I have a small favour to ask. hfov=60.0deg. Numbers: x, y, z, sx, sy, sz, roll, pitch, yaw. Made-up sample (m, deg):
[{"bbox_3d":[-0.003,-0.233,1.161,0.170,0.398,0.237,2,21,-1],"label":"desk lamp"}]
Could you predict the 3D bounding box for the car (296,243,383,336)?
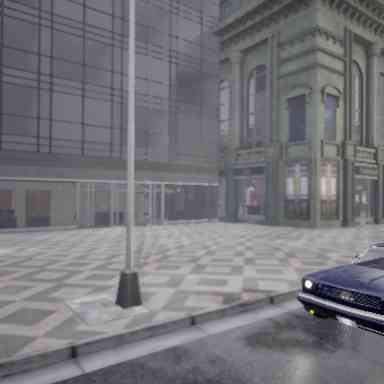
[{"bbox_3d":[4.142,1.681,6.331,4.718,1.301,1.895,1,0,-36],"label":"car"}]
